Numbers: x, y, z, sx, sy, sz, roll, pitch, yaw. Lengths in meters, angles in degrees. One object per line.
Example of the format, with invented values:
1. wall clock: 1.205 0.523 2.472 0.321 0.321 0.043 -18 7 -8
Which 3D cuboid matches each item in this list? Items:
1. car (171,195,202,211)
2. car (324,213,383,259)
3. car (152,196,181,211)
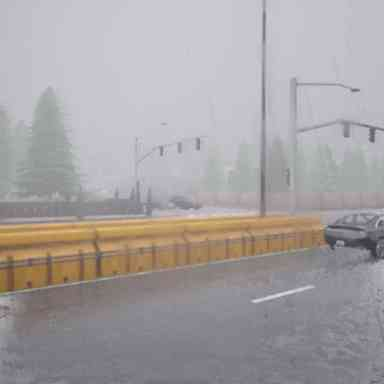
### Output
1. car: -1.027 1.418 45.438 2.150 2.045 5.566 0 1 -39
2. car: 7.253 1.603 13.218 4.902 1.511 2.128 0 0 -35
3. car: -3.991 1.666 43.649 2.128 1.511 4.902 1 0 -36
